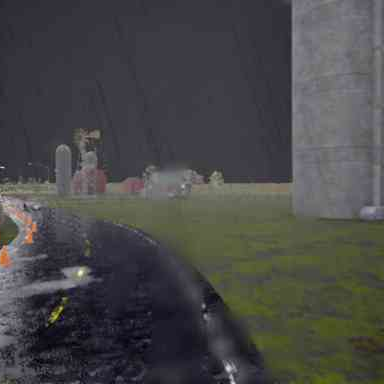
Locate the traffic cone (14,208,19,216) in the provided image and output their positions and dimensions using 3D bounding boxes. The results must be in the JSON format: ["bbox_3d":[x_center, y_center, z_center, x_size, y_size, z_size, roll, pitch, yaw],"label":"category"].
[{"bbox_3d":[-16.791,2.004,32.158,0.340,0.580,0.340,-1,1,-32],"label":"traffic cone"}]

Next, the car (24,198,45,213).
[{"bbox_3d":[-18.205,1.501,38.366,2.128,1.511,4.902,-1,1,-32],"label":"car"}]

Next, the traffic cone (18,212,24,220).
[{"bbox_3d":[-14.159,2.007,27.907,0.340,0.580,0.340,-1,1,-32],"label":"traffic cone"}]

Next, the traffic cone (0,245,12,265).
[{"bbox_3d":[-5.959,1.997,10.591,0.340,0.580,0.340,-1,0,-15],"label":"traffic cone"}]

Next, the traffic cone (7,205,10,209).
[{"bbox_3d":[-22.057,1.991,40.660,0.340,0.580,0.340,-1,1,-32],"label":"traffic cone"}]

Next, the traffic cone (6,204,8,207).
[{"bbox_3d":[-24.689,1.985,44.911,0.340,0.580,0.340,-1,1,-32],"label":"traffic cone"}]

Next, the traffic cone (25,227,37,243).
[{"bbox_3d":[-7.378,2.000,15.126,0.340,0.580,0.340,-1,0,-20],"label":"traffic cone"}]

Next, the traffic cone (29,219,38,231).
[{"bbox_3d":[-9.242,2.003,19.496,0.340,0.580,0.340,-1,0,-26],"label":"traffic cone"}]

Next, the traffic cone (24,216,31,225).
[{"bbox_3d":[-11.530,2.008,23.660,0.340,0.580,0.340,-1,0,-32],"label":"traffic cone"}]
